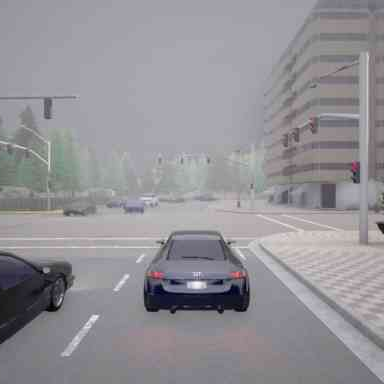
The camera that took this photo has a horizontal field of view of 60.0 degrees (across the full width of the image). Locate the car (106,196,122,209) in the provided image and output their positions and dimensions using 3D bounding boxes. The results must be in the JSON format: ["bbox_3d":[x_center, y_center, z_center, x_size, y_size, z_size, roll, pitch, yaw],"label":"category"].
[{"bbox_3d":[-10.272,1.351,46.150,2.097,1.767,4.553,0,0,3],"label":"car"}]

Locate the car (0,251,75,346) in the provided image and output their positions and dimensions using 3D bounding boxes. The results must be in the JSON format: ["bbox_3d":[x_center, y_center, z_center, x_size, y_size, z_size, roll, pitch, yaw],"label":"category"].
[{"bbox_3d":[-3.427,1.547,4.668,2.033,1.411,5.357,0,0,0],"label":"car"}]

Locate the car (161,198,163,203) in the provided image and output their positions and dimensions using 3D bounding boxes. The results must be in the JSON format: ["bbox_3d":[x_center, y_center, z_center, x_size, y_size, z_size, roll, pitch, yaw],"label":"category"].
[{"bbox_3d":[-4.673,1.547,69.407,2.033,1.411,5.357,0,0,27],"label":"car"}]

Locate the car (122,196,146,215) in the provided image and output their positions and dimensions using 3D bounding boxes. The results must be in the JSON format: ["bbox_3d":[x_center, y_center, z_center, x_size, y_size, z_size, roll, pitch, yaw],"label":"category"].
[{"bbox_3d":[-6.202,1.495,35.174,1.882,1.535,5.008,-1,0,-11],"label":"car"}]

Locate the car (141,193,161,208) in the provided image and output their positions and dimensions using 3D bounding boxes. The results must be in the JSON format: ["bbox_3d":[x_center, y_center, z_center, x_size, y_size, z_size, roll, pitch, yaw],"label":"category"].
[{"bbox_3d":[-6.651,1.222,49.709,2.150,2.045,5.566,0,0,5],"label":"car"}]

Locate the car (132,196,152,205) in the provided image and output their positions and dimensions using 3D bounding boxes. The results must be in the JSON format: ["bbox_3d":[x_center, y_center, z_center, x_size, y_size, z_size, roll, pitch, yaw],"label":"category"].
[{"bbox_3d":[-8.755,1.525,58.703,1.812,1.442,4.674,0,0,15],"label":"car"}]

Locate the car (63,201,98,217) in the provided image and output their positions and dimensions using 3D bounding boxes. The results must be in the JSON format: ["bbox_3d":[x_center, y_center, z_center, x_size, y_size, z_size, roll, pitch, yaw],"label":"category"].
[{"bbox_3d":[-10.561,1.593,31.925,2.033,1.411,5.357,0,0,0],"label":"car"}]

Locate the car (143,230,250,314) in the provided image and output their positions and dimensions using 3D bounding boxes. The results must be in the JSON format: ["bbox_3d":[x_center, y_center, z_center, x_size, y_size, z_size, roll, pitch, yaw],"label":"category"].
[{"bbox_3d":[0.091,1.564,7.703,1.994,1.385,4.181,0,0,0],"label":"car"}]

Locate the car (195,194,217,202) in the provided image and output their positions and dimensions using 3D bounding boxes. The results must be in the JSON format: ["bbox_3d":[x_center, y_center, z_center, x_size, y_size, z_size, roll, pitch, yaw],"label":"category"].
[{"bbox_3d":[3.498,1.595,74.773,1.895,1.301,4.718,0,0,42],"label":"car"}]

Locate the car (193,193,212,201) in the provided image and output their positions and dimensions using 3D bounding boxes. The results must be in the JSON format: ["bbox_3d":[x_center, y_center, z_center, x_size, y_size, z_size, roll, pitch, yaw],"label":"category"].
[{"bbox_3d":[2.645,1.221,78.938,5.566,2.045,2.150,0,0,-45],"label":"car"}]

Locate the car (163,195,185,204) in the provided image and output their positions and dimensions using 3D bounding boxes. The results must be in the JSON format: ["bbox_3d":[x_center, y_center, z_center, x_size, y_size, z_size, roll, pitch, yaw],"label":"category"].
[{"bbox_3d":[-3.120,1.351,64.290,2.097,1.767,4.553,0,0,25],"label":"car"}]
